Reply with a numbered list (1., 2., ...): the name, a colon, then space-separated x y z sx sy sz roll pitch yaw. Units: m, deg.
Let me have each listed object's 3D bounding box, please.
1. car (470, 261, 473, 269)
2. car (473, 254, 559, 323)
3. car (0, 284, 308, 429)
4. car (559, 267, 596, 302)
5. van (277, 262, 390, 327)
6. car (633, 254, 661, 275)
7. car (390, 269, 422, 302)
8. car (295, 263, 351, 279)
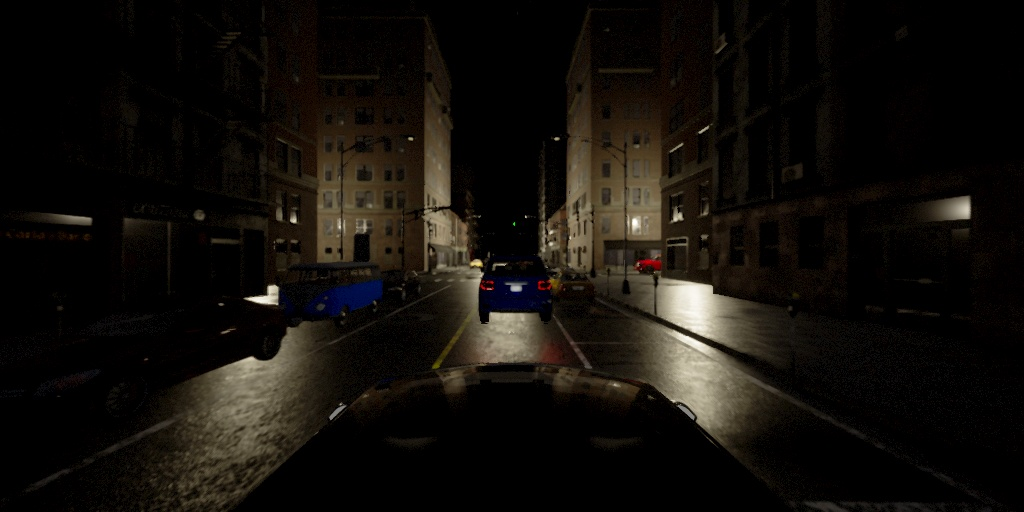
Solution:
1. car: -5.377 1.202 54.282 1.751 1.417 4.829 0 0 0
2. car: 0.071 0.957 12.283 2.150 2.045 5.566 0 0 -1
3. car: -5.391 1.326 5.676 1.802 1.307 4.207 0 0 0
4. car: 2.648 1.255 16.658 1.751 1.417 4.829 0 0 0
5. van: -5.389 1.077 11.082 1.690 1.789 3.998 0 0 0
6. car: 15.340 0.831 36.533 5.566 2.045 2.150 0 0 0
7. car: -5.387 1.280 16.489 2.007 1.370 4.403 0 0 0
8. car: -17.584 1.359 33.538 4.181 1.385 1.994 0 0 0
